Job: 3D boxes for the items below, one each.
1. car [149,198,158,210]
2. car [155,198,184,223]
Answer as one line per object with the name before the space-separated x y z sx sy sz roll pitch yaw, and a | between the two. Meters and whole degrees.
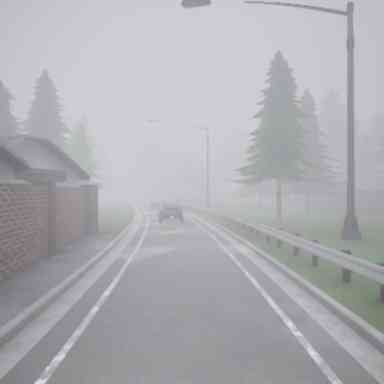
car | -4.624 1.581 44.097 1.812 1.442 4.674 0 0 -11
car | -1.709 1.538 26.215 1.837 1.490 4.892 0 0 -7
